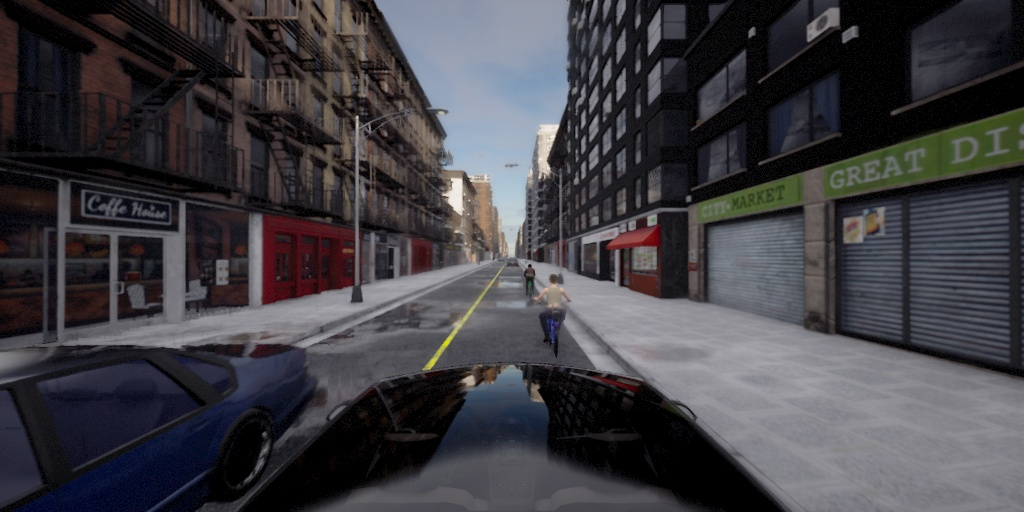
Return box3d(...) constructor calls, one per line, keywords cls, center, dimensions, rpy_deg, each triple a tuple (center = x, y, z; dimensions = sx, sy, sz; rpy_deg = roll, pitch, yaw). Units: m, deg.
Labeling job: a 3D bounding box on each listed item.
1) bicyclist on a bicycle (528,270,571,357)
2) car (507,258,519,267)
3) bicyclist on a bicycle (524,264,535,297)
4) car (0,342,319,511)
box3d(cls="bicyclist on a bicycle", center=(0.862, 1.185, 7.578), dimensions=(0.866, 1.612, 1.509), rpy_deg=(0, 0, 0))
box3d(cls="car", center=(0.115, 1.096, 64.311), dimensions=(2.128, 1.511, 4.902), rpy_deg=(0, 0, 0))
box3d(cls="bicyclist on a bicycle", center=(0.826, 1.193, 16.414), dimensions=(0.582, 1.620, 1.656), rpy_deg=(0, 0, 0))
box3d(cls="car", center=(-3.099, 1.297, 1.687), dimensions=(2.033, 1.411, 5.357), rpy_deg=(0, 0, 0))
